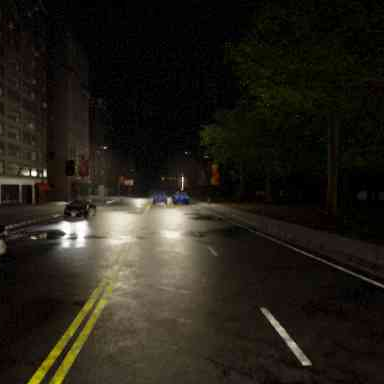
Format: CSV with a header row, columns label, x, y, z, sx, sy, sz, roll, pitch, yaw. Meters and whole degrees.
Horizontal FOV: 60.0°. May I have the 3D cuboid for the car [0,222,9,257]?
label,x,y,z,sx,sy,sz,roll,pitch,yaw
car,-7.265,1.474,9.926,1.837,1.490,4.892,0,0,-5

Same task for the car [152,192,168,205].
label,x,y,z,sx,sy,sz,roll,pitch,yaw
car,-4.955,0.971,51.761,2.150,2.045,5.566,0,0,-6

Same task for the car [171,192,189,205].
label,x,y,z,sx,sy,sz,roll,pitch,yaw
car,-1.723,0.970,52.098,2.150,2.045,5.566,0,0,-6

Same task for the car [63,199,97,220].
label,x,y,z,sx,sy,sz,roll,pitch,yaw
car,-9.016,1.370,27.054,2.128,1.511,4.902,0,0,-6

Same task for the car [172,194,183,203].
label,x,y,z,sx,sy,sz,roll,pitch,yaw
car,-2.798,1.196,62.434,1.837,1.490,4.892,0,0,-6
